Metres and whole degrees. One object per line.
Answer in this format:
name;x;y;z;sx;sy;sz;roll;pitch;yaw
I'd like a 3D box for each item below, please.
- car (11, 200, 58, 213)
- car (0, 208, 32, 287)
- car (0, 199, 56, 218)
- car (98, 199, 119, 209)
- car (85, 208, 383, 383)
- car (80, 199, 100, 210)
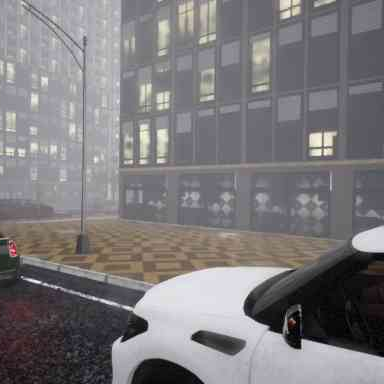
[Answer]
car;-18.652;1.642;39.547;1.752;1.417;4.829;1;0;36
car;-6.177;1.348;8.062;4.553;1.767;2.097;0;0;35
car;-15.139;1.519;30.178;2.192;1.841;5.009;1;0;36
car;-8.356;1.830;39.400;1.752;1.417;4.829;1;0;36
car;1.900;1.222;2.327;5.566;2.045;2.150;0;0;36
car;-12.313;1.714;43.775;2.128;1.511;4.902;1;0;36
